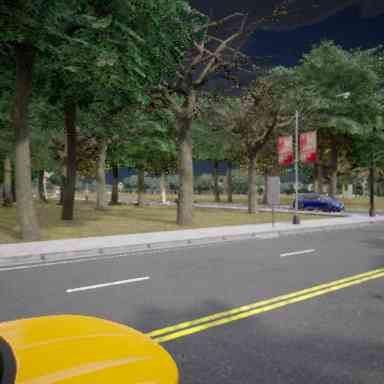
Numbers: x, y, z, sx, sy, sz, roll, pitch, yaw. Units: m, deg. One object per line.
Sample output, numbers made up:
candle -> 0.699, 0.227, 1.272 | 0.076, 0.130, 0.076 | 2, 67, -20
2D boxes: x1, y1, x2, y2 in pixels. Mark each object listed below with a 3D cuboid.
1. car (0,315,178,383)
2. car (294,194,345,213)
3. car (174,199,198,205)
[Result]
car -> -2.360, 1.477, 1.754 | 5.008, 1.535, 1.882 | 0, 0, -36
car -> 13.928, 1.222, 36.803 | 2.150, 2.045, 5.566 | 0, 0, -35
car -> -1.102, 1.525, 57.977 | 2.033, 1.411, 5.357 | 0, 0, -35
